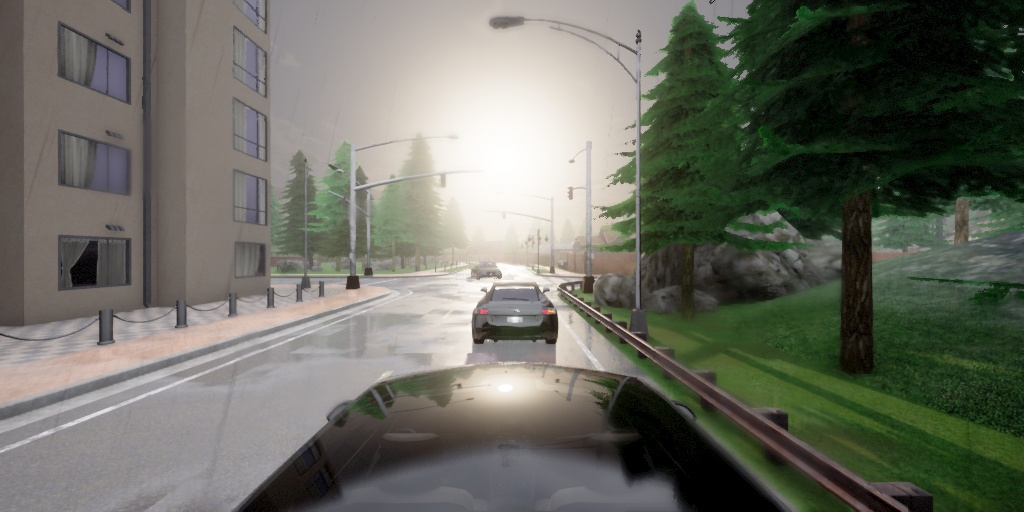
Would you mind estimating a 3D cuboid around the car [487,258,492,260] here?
[{"bbox_3d":[-3.967,1.268,50.922,2.033,1.411,5.357,0,0,0],"label":"car"}]

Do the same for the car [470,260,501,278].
[{"bbox_3d":[-2.298,1.292,30.453,1.994,1.385,4.181,0,0,-19],"label":"car"}]

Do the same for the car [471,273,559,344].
[{"bbox_3d":[0.081,1.314,9.577,1.994,1.385,4.181,0,0,1],"label":"car"}]
